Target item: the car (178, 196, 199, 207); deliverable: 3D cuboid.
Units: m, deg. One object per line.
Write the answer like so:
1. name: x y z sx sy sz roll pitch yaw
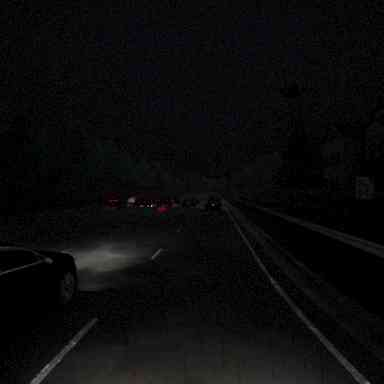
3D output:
1. car: -0.430 1.490 48.999 1.994 1.385 4.181 0 0 4

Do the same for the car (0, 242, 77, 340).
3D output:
1. car: -3.413 1.478 5.031 2.128 1.511 4.902 0 0 4

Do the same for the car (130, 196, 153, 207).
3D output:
1. car: -7.410 1.477 49.522 1.994 1.385 4.181 0 0 4

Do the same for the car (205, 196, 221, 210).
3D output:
1. car: 2.636 1.507 41.254 1.994 1.385 4.181 0 0 4

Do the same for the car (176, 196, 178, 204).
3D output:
1. car: -3.219 1.411 59.255 1.837 1.490 4.892 0 0 4

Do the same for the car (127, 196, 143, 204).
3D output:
1. car: -10.202 1.419 59.745 1.812 1.442 4.674 0 0 4

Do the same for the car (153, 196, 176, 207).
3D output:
1. car: -3.948 1.425 48.861 1.837 1.490 4.892 0 0 4

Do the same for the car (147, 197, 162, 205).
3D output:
1. car: -6.708 1.500 59.530 1.895 1.301 4.718 0 0 4

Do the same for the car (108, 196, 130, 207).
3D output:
1. car: -10.931 1.412 49.351 1.837 1.490 4.892 0 0 4
